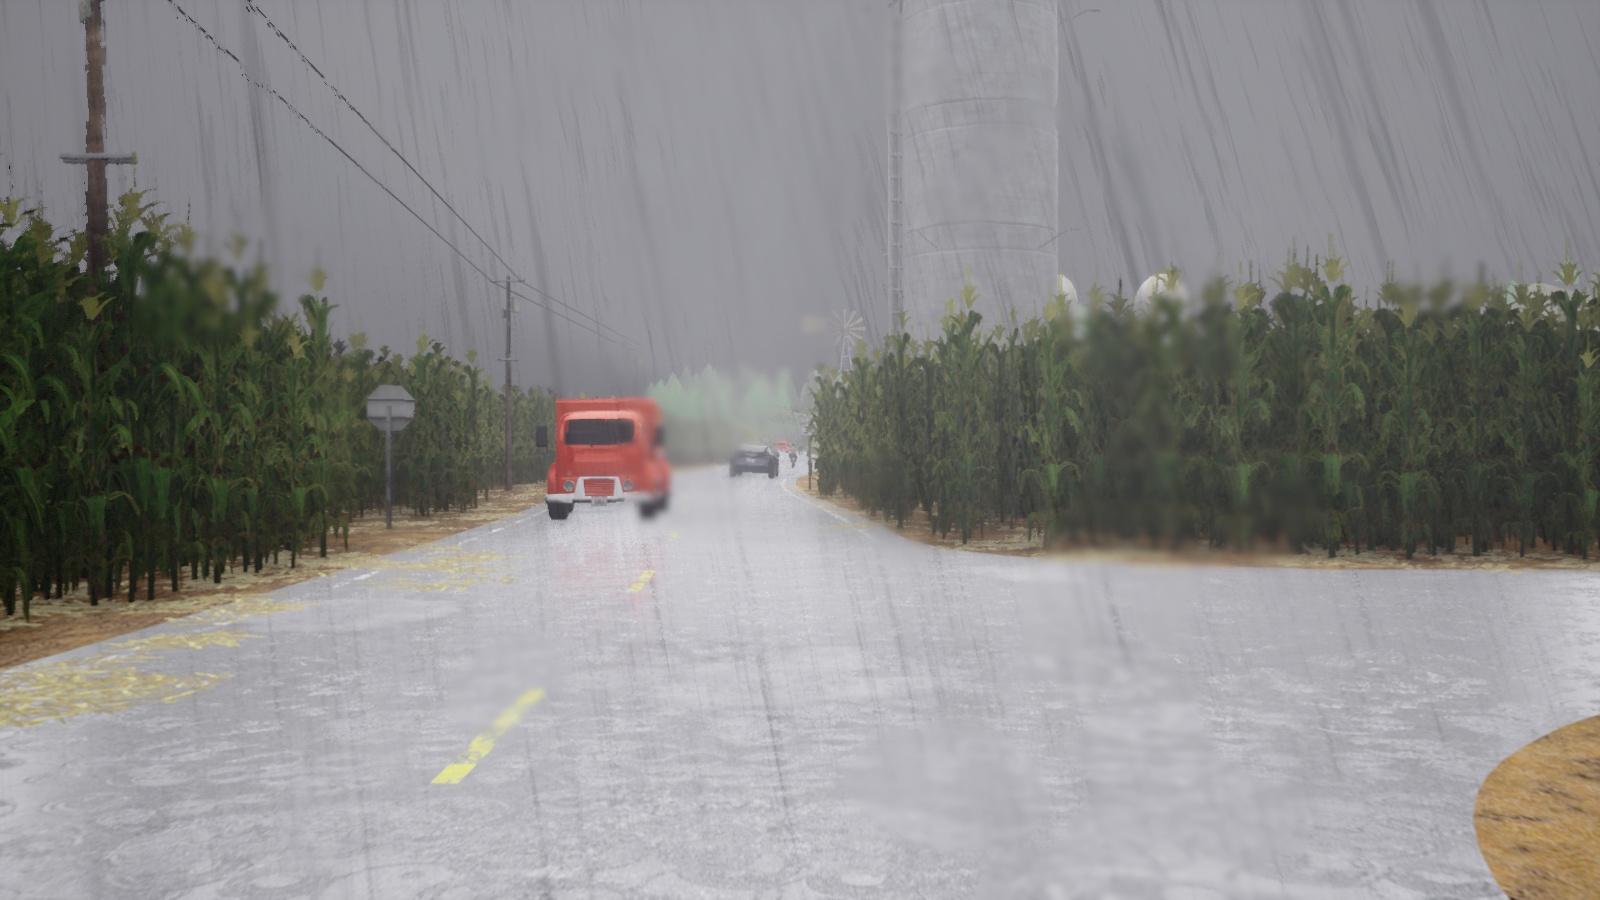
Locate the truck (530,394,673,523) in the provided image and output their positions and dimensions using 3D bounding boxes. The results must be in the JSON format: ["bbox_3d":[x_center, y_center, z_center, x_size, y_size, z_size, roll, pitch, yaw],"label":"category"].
[{"bbox_3d":[-4.082,0.156,26.784,2.627,2.467,5.204,0,0,-4],"label":"truck"}]

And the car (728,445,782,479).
[{"bbox_3d":[-2.053,0.523,58.554,2.163,1.488,4.792,0,0,2],"label":"car"}]
